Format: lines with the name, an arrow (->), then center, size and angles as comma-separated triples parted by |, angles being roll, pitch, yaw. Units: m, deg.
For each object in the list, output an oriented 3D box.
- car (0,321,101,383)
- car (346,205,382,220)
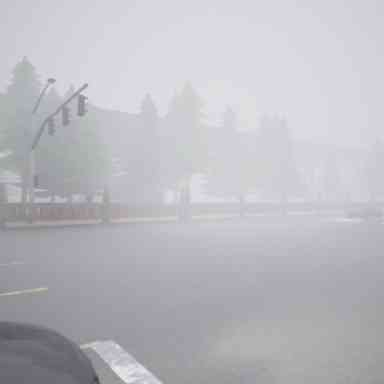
car -> -2.924, 1.475, 1.678 | 4.902, 1.511, 2.128 | 1, -1, -35
car -> 17.398, 2.004, 33.628 | 4.181, 1.385, 1.994 | 1, -1, -36
